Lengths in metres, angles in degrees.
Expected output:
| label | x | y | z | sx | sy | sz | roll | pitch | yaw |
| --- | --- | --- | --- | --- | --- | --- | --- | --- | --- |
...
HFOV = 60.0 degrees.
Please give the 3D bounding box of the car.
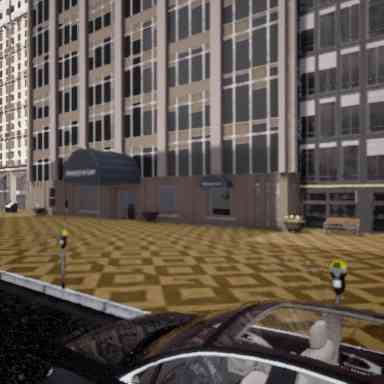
| label | x | y | z | sx | sy | sz | roll | pitch | yaw |
| --- | --- | --- | --- | --- | --- | --- | --- | --- | --- |
| car | 0.641 | 1.550 | 2.421 | 4.403 | 1.369 | 2.008 | 0 | 0 | 35 |
